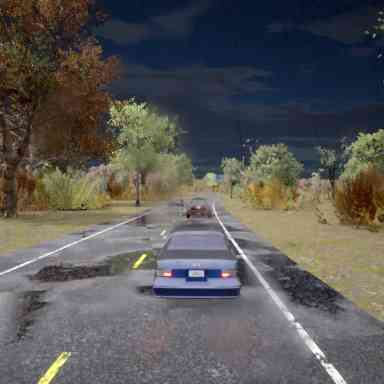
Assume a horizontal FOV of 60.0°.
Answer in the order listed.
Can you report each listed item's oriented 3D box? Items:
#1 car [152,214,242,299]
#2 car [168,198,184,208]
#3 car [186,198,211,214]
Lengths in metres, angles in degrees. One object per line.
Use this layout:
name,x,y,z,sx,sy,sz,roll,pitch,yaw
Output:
car,0.139,1.542,8.622,2.033,1.411,5.357,0,0,1
car,-2.223,1.510,47.599,1.994,1.385,4.181,0,0,4
car,0.641,1.326,29.930,2.097,1.767,4.553,0,0,2
